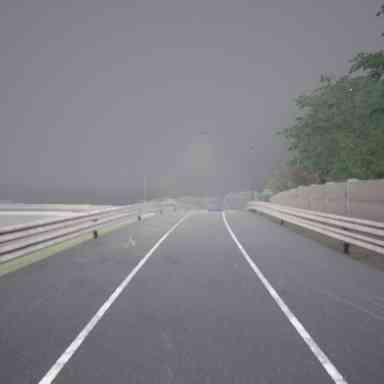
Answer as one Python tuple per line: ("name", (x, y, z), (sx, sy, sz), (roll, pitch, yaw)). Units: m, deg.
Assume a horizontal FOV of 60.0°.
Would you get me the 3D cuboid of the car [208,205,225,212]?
("car", (6.586, 4.582, 88.190), (2.150, 2.045, 5.566), (-3, -5, 38))
